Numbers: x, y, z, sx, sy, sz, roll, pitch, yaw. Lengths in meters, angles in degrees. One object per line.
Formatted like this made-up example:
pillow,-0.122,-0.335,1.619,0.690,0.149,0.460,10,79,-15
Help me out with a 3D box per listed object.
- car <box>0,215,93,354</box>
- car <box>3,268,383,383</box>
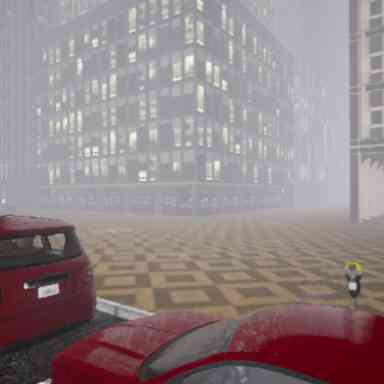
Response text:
car,-3.731,1.314,5.545,5.009,1.841,2.192,0,0,36
car,0.777,1.545,2.325,4.507,1.381,1.887,0,0,36
